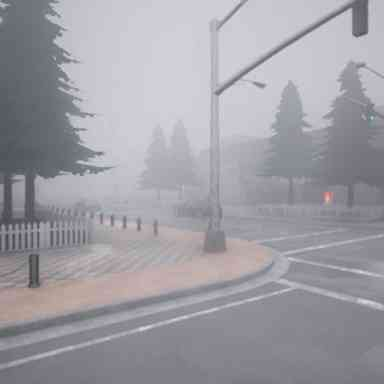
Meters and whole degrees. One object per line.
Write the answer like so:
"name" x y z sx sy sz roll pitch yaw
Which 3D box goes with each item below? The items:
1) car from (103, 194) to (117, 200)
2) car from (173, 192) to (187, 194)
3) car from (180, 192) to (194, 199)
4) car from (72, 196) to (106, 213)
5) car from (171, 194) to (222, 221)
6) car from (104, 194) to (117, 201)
"car" -20.519 1.273 83.062 1.970 1.475 3.806 0 0 -37
"car" -3.484 0.925 86.283 1.932 1.855 4.605 0 0 -37
"car" -1.396 0.893 88.344 1.905 1.878 3.866 0 0 -37
"car" -11.727 1.492 37.379 1.812 1.442 4.674 0 0 -37
"car" 0.374 1.298 27.269 2.097 1.767 4.553 0 0 -37
"car" -18.493 1.274 75.326 1.845 1.501 3.633 0 0 -37
